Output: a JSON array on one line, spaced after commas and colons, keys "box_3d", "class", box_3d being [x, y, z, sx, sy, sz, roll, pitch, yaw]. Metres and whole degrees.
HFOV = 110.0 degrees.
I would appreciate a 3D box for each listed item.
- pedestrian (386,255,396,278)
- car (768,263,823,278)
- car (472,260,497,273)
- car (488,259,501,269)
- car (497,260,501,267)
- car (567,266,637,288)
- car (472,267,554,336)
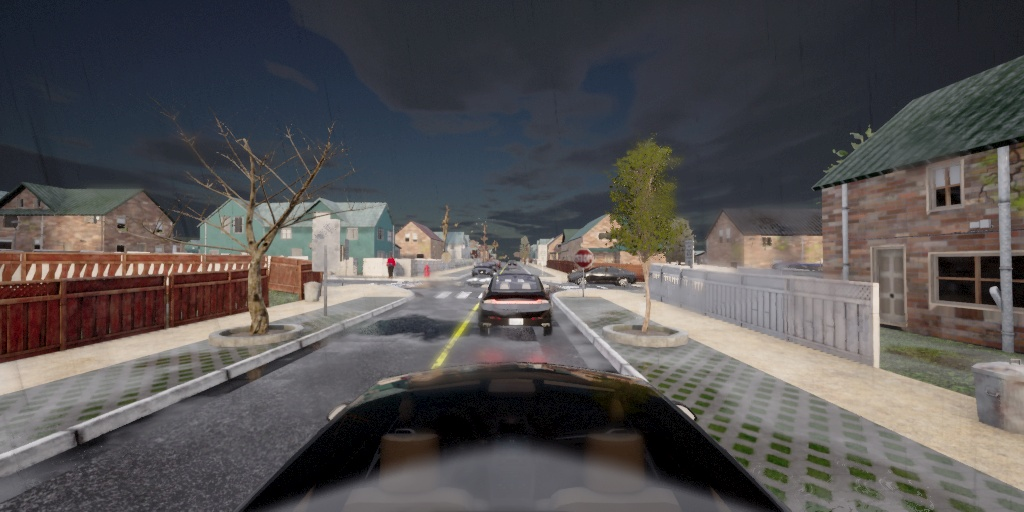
[{"box_3d": [-9.623, 0.797, 28.490, 0.375, 1.860, 0.375, 0, -2, 0], "class": "pedestrian"}, {"box_3d": [19.770, 1.493, 25.562, 5.566, 2.045, 2.150, 2, -1, 0], "class": "car"}, {"box_3d": [-2.855, 1.356, 35.752, 1.994, 1.385, 4.181, 0, 0, -1], "class": "car"}, {"box_3d": [-2.823, 1.343, 59.207, 1.882, 1.535, 5.008, 0, 0, 0], "class": "car"}, {"box_3d": [-2.835, 1.367, 46.283, 2.033, 1.411, 5.357, 0, 0, 0], "class": "car"}, {"box_3d": [6.469, 1.480, 25.970, 4.892, 1.490, 1.837, 1, -1, 5], "class": "car"}, {"box_3d": [0.100, 1.246, 10.374, 2.128, 1.511, 4.902, 0, 0, 0], "class": "car"}]
